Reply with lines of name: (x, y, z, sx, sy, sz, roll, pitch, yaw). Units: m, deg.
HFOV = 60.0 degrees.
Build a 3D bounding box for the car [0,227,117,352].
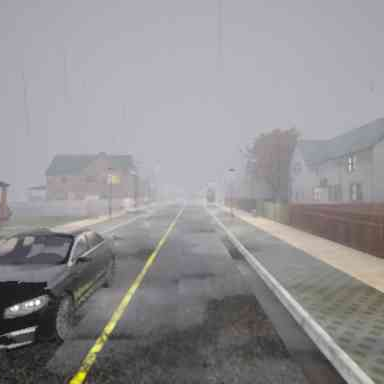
car: (-2.823, 1.505, 6.561, 2.128, 1.511, 4.902, 0, 0, 0)
